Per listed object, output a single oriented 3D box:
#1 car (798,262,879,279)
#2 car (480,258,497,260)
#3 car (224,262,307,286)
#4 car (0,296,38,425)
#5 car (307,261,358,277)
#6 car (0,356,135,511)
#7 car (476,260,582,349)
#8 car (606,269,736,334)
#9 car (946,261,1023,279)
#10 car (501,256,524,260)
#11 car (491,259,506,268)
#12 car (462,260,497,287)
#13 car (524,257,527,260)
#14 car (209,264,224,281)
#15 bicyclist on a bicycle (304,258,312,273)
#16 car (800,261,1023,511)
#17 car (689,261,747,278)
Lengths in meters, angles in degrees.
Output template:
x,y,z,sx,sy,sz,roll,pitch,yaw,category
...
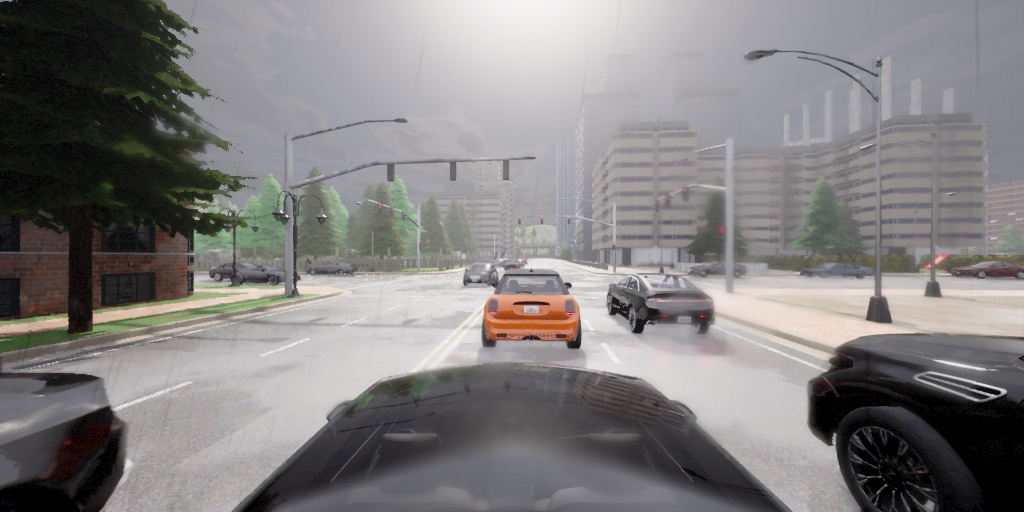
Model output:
x,y,z,sx,sy,sz,roll,pitch,yaw,category
29.455,1.297,32.518,5.357,1.411,2.033,0,0,4,car
-3.578,1.103,47.261,2.097,1.767,4.553,0,0,4,car
-17.216,1.314,25.156,4.181,1.385,1.994,0,0,4,car
-6.994,1.255,2.128,1.837,1.490,4.892,0,0,1,car
-17.949,1.241,35.821,4.902,1.511,2.128,0,0,5,car
-3.504,1.241,0.327,2.128,1.511,4.902,0,0,0,car
0.518,1.102,9.387,2.097,1.767,4.553,0,0,3,car
4.093,1.241,10.614,2.128,1.511,4.902,0,0,4,car
42.050,1.228,31.597,5.008,1.535,1.882,0,0,4,car
0.138,1.102,50.074,2.097,1.767,4.553,0,0,4,car
-2.328,1.242,63.938,2.128,1.511,4.902,0,0,5,car
-2.093,1.241,24.670,2.128,1.511,4.902,0,0,5,car
1.064,1.314,62.477,1.994,1.385,4.181,0,0,4,car
-21.704,1.255,28.993,4.892,1.490,1.837,0,0,4,car
-22.756,1.051,40.073,0.582,1.620,1.656,0,0,4,bicyclist on a bicycle
3.709,0.971,0.777,2.150,2.045,5.566,0,0,0,car
19.004,1.241,33.271,4.902,1.511,2.128,0,0,4,car
